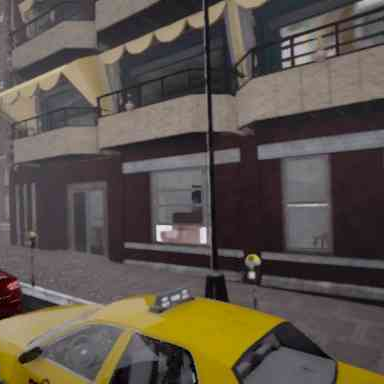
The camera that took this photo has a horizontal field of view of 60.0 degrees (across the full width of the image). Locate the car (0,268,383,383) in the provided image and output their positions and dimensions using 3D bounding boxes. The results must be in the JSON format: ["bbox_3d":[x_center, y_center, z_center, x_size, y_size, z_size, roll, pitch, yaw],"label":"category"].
[{"bbox_3d":[-0.391,1.547,3.026,4.829,1.417,1.752,-1,-2,36],"label":"car"}]
